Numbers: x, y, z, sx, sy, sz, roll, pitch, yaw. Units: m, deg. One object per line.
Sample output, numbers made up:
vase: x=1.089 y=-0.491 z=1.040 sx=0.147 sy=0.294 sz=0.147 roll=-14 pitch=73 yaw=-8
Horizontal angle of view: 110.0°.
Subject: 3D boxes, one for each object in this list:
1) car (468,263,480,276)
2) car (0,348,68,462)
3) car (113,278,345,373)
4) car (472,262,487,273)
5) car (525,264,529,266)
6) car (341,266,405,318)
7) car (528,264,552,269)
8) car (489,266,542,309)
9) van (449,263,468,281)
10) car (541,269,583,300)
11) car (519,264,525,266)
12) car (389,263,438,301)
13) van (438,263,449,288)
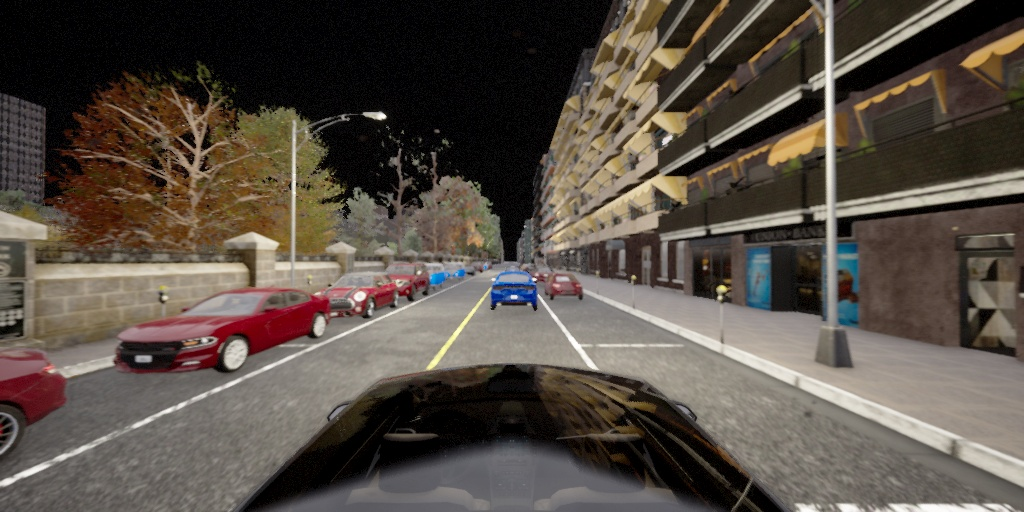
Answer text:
car: x=-5.729 y=1.938 z=47.184 sx=1.948 sy=1.339 sz=4.313 roll=0 pitch=0 yaw=0
car: x=-5.689 y=1.337 z=2.149 sx=1.802 sy=1.307 sz=4.207 roll=0 pitch=0 yaw=0
car: x=-5.694 y=1.372 z=7.776 sx=1.888 sy=1.381 sz=4.507 roll=0 pitch=0 yaw=0
car: x=-5.738 y=1.848 z=58.442 sx=2.192 sy=1.841 sz=5.009 roll=0 pitch=0 yaw=0
car: x=2.651 y=1.939 z=47.191 sx=1.948 sy=1.339 sz=4.313 roll=0 pitch=0 yaw=0
car: x=-5.698 y=1.344 z=13.404 sx=1.967 sy=1.591 sz=4.097 roll=0 pitch=0 yaw=0
car: x=2.667 y=1.578 z=30.302 sx=1.967 sy=1.591 sz=4.097 roll=0 pitch=0 yaw=0
car: x=0.084 y=1.418 z=16.031 sx=1.882 sy=1.535 sz=5.008 roll=0 pitch=0 yaw=0
van: x=-5.719 y=1.556 z=35.924 sx=1.690 sy=1.789 sz=3.998 roll=0 pitch=0 yaw=0
car: x=2.677 y=1.564 z=19.041 sx=1.802 sy=1.307 sz=4.207 roll=0 pitch=0 yaw=0
car: x=0.069 y=1.808 z=39.181 sx=2.033 sy=1.411 sz=5.357 roll=0 pitch=-1 yaw=0
car: x=-5.704 y=1.296 z=19.034 sx=2.192 sy=1.841 sz=5.009 roll=0 pitch=0 yaw=0
van: x=-5.708 y=1.400 z=24.664 sx=1.690 sy=1.789 sz=3.998 roll=0 pitch=0 yaw=0
